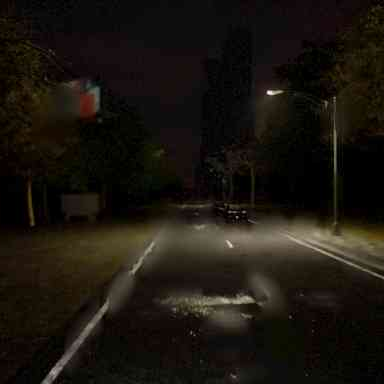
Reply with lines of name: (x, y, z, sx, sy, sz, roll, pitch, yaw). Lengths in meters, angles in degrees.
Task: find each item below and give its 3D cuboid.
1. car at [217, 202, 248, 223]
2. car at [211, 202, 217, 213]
car: (3.606, 1.826, 28.833, 2.128, 1.511, 4.902, 0, -1, 0)
car: (3.610, 2.073, 44.578, 1.994, 1.385, 4.181, 0, -1, 0)
